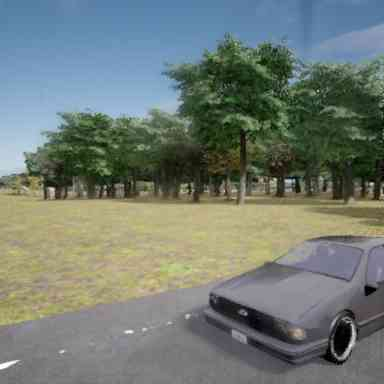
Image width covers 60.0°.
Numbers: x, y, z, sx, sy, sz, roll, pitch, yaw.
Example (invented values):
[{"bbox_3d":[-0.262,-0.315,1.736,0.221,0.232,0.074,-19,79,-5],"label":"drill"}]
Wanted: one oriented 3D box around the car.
[{"bbox_3d":[2.793,1.532,5.983,5.357,1.411,2.033,0,0,-35],"label":"car"}]
